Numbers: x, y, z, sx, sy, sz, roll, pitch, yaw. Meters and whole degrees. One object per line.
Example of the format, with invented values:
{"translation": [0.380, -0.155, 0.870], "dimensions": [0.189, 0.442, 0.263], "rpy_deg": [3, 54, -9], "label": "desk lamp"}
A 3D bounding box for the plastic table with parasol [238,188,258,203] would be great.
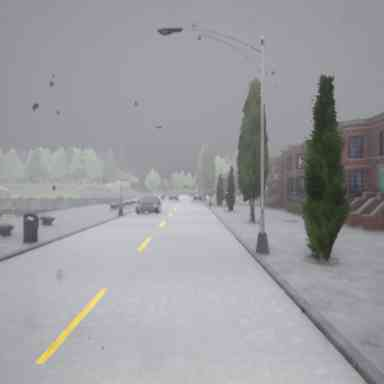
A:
{"translation": [9.839, 0.629, 58.659], "dimensions": [2.482, 2.480, 2.482], "rpy_deg": [0, 0, -40], "label": "plastic table with parasol"}

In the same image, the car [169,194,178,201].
{"translation": [-3.982, 1.075, 72.503], "dimensions": [1.882, 1.535, 5.008], "rpy_deg": [0, 0, 0], "label": "car"}

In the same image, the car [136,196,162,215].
{"translation": [-4.085, 1.195, 32.013], "dimensions": [2.097, 1.767, 4.553], "rpy_deg": [0, 0, 0], "label": "car"}

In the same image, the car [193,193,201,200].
{"translation": [1.219, 1.115, 79.779], "dimensions": [1.837, 1.490, 4.892], "rpy_deg": [0, 0, 0], "label": "car"}

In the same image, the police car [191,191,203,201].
{"translation": [1.217, 1.084, 69.889], "dimensions": [1.930, 1.638, 5.238], "rpy_deg": [0, 0, 0], "label": "police car"}
